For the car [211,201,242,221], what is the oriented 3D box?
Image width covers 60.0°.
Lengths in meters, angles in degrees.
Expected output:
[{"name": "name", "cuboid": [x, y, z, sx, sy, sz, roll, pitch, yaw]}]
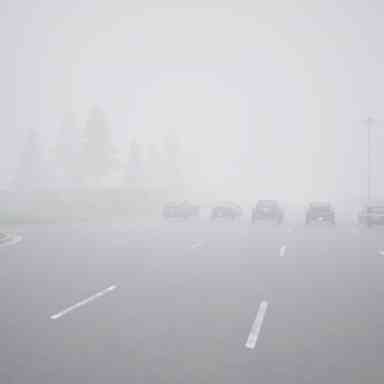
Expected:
[{"name": "car", "cuboid": [2.857, 1.497, 27.185, 1.812, 1.442, 4.674, 0, 0, 18]}]

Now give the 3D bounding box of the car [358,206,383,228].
[{"name": "car", "cuboid": [12.005, 1.565, 21.425, 1.895, 1.301, 4.718, 0, 0, 18]}]

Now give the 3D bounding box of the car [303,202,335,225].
[{"name": "car", "cuboid": [9.216, 1.470, 24.128, 1.837, 1.490, 4.892, 0, 0, 18]}]

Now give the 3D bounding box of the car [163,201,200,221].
[{"name": "car", "cuboid": [-0.777, 1.467, 27.354, 2.128, 1.511, 4.902, 0, 0, 18]}]

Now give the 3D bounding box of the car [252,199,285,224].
[{"name": "car", "cuboid": [5.778, 1.321, 24.883, 2.097, 1.767, 4.553, 0, 0, 18]}]
